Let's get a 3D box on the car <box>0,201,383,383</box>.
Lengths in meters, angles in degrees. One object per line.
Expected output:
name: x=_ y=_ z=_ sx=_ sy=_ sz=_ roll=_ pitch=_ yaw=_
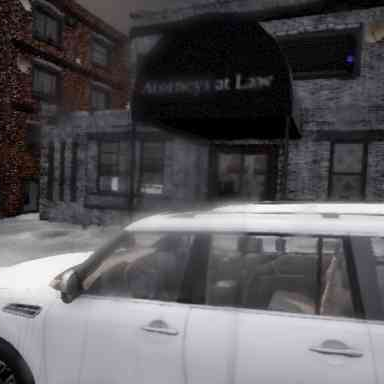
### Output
car: x=0.242 y=1.142 z=3.263 sx=5.566 sy=2.045 sz=2.435 roll=0 pitch=1 yaw=21
